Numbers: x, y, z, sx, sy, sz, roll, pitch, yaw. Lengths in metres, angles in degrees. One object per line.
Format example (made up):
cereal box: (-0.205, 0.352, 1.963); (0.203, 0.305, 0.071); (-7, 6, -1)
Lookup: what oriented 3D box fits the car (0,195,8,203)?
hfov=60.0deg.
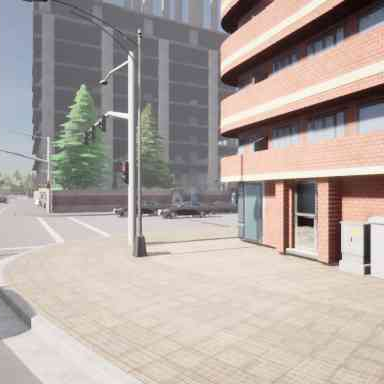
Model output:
car: (-42.473, 1.547, 74.886); (1.837, 1.490, 4.892); (0, 0, -27)

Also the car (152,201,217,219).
car: (-0.645, 1.559, 29.812); (4.902, 1.511, 2.128); (0, 0, -27)

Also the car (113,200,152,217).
car: (-4.950, 1.561, 31.569); (4.902, 1.511, 2.128); (0, 0, -27)

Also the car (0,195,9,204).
car: (-37.952, 1.637, 66.028); (1.895, 1.301, 4.718); (0, 0, -27)

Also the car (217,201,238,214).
car: (3.015, 1.632, 35.566); (4.181, 1.385, 1.994); (0, 0, -27)
